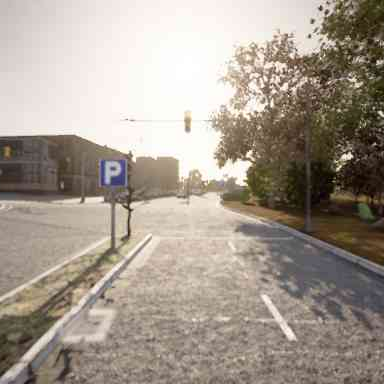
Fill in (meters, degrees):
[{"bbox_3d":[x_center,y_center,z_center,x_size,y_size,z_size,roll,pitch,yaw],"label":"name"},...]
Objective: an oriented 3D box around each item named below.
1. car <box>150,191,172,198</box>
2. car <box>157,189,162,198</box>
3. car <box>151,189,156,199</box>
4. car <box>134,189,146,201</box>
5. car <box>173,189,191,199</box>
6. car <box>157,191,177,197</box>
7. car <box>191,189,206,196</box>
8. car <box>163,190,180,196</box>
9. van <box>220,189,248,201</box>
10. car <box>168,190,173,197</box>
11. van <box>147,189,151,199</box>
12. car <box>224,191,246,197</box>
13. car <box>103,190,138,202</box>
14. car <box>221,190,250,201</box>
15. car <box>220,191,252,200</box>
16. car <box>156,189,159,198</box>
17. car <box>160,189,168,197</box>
[{"bbox_3d":[-7.723,0.535,82.548,5.008,1.535,2.097,-1,0,-12],"label":"car"},{"bbox_3d":[-9.390,0.689,70.579,4.674,1.452,2.002,-1,0,-13],"label":"car"},{"bbox_3d":[-10.125,0.707,64.581,4.892,1.521,2.231,-1,0,-14],"label":"car"},{"bbox_3d":[-10.898,0.784,55.617,5.366,1.575,1.946,-1,0,-15],"label":"car"},{"bbox_3d":[-2.029,0.682,66.865,1.837,1.490,4.892,0,2,7],"label":"car"},{"bbox_3d":[-6.768,0.478,88.510,5.008,1.535,2.097,-1,1,-11],"label":"car"},{"bbox_3d":[1.770,0.259,92.454,2.097,1.767,4.553,0,1,9],"label":"car"},{"bbox_3d":[-5.735,0.295,94.467,4.553,1.767,2.185,-1,1,-10],"label":"car"},{"bbox_3d":[7.186,0.517,55.246,4.442,1.987,1.878,0,1,-14],"label":"van"},{"bbox_3d":[-8.140,0.312,79.567,5.566,2.045,2.435,-1,0,-12],"label":"car"},{"bbox_3d":[-10.348,0.506,61.608,4.442,1.987,1.878,-1,0,-14],"label":"van"},{"bbox_3d":[10.623,0.475,81.719,5.008,1.535,2.097,0,0,-11],"label":"car"},{"bbox_3d":[-11.538,0.855,52.625,4.792,1.488,2.163,-1,1,-15],"label":"car"},{"bbox_3d":[7.564,0.588,58.218,4.553,1.767,2.185,0,0,-14],"label":"car"},{"bbox_3d":[8.096,0.683,61.213,5.366,1.575,1.946,0,0,-13],"label":"car"},{"bbox_3d":[-9.757,0.717,67.577,4.674,1.452,2.002,-1,1,-13],"label":"car"},{"bbox_3d":[-8.585,0.632,76.563,4.674,1.452,2.002,-1,1,-12],"label":"car"}]
